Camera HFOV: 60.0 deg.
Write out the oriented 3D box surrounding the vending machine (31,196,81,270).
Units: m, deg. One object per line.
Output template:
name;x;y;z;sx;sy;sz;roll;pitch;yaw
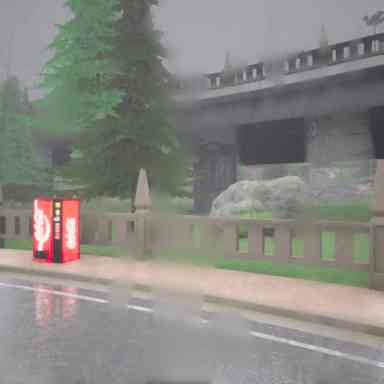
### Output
vending machine;-4.150;1.194;10.209;0.880;2.100;1.100;0;0;22
